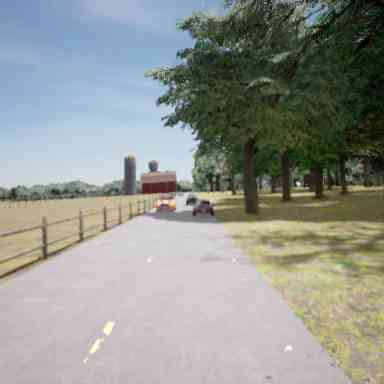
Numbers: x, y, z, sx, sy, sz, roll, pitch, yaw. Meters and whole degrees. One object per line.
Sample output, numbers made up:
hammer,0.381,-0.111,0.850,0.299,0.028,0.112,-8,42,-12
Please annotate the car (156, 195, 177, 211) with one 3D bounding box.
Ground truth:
car,-2.817,1.140,37.022,2.097,1.767,4.553,0,0,0

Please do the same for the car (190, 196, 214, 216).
car,0.981,1.371,30.206,1.812,1.442,4.674,0,0,0

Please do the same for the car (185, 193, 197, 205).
car,0.036,1.156,49.844,1.837,1.490,4.892,0,1,0

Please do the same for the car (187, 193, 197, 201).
car,0.041,0.976,64.792,1.812,1.442,4.674,0,1,0
